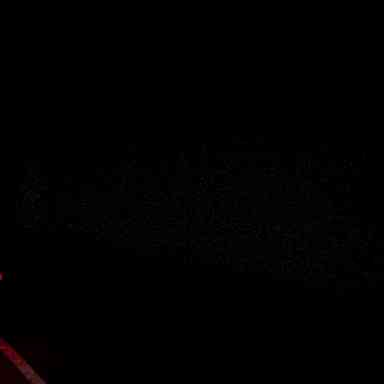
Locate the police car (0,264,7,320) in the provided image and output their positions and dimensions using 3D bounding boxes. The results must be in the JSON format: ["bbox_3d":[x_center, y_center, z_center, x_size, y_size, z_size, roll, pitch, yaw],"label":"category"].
[{"bbox_3d":[-5.159,1.432,6.306,1.930,1.638,5.238,0,0,-45],"label":"police car"}]
